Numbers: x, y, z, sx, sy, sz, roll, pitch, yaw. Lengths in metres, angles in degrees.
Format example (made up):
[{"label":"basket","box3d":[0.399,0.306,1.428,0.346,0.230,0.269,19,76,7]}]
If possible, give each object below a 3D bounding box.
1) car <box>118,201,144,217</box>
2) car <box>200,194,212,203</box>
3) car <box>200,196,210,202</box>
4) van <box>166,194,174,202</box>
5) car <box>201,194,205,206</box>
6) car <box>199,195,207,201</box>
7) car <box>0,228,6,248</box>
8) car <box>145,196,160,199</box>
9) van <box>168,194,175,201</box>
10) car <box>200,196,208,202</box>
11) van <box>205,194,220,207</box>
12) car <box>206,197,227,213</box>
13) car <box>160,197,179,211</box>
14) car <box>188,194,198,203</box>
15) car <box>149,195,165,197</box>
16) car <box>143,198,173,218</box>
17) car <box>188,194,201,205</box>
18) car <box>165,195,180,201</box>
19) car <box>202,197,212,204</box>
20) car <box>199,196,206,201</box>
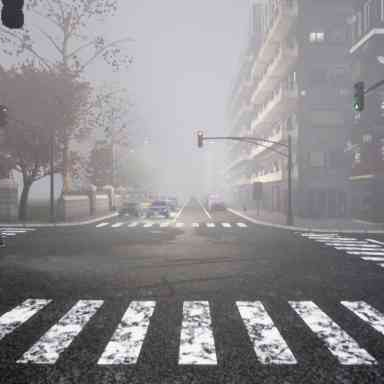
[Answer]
[{"label":"car","box3d":[-5.585,1.579,30.928,1.947,1.339,4.313,0,0,0]},{"label":"car","box3d":[2.925,1.382,70.312,2.192,1.841,5.009,0,0,0]},{"label":"car","box3d":[2.943,1.628,75.942,2.008,1.369,4.403,0,0,0]},{"label":"van","box3d":[-5.419,1.431,81.600,1.690,1.788,3.998,0,0,0]},{"label":"car","box3d":[2.869,1.479,53.422,1.967,1.590,4.097,0,0,0]},{"label":"car","box3d":[2.980,1.543,87.201,1.967,1.590,4.097,0,0,0]},{"label":"car","box3d":[-8.906,1.359,11.583,4.902,1.511,2.128,1,-1,14]},{"label":"car","box3d":[-5.548,1.549,42.019,1.752,1.417,4.829,0,0,0]},{"label":"van","box3d":[-5.400,1.444,87.229,1.690,1.788,3.998,0,0,0]},{"label":"car","box3d":[2.961,1.634,81.572,1.887,1.381,4.507,0,0,0]},{"label":"van","box3d":[2.833,1.365,42.161,1.690,1.788,3.998,0,0,0]},{"label":"car","box3d":[2.813,1.563,36.530,1.887,1.381,4.507,0,0,0]},{"label":"car","box3d":[-2.960,1.623,40.245,1.895,1.301,4.718,0,0,0]},{"label":"car","box3d":[0.246,1.424,71.423,2.097,1.767,4.553,0,0,0]},{"label":"car","box3d":[-5.529,1.346,47.819,2.192,1.841,5.009,0,0,0]},{"label":"car","box3d":[-2.993,1.539,30.321,1.812,1.442,4.674,0,0,0]},{"label":"car","box3d":[0.303,1.577,61.343,1.812,1.442,4.674,0,0,0]},{"label":"car","box3d":[-2.910,1.540,50.436,1.837,1.490,4.892,0,0,0]},{"label":"car","box3d":[2.906,1.602,64.681,1.887,1.381,4.507,0,0,0]},{"label":"car","box3d":[2.998,1.699,92.832,1.802,1.307,4.206,0,0,0]}]
